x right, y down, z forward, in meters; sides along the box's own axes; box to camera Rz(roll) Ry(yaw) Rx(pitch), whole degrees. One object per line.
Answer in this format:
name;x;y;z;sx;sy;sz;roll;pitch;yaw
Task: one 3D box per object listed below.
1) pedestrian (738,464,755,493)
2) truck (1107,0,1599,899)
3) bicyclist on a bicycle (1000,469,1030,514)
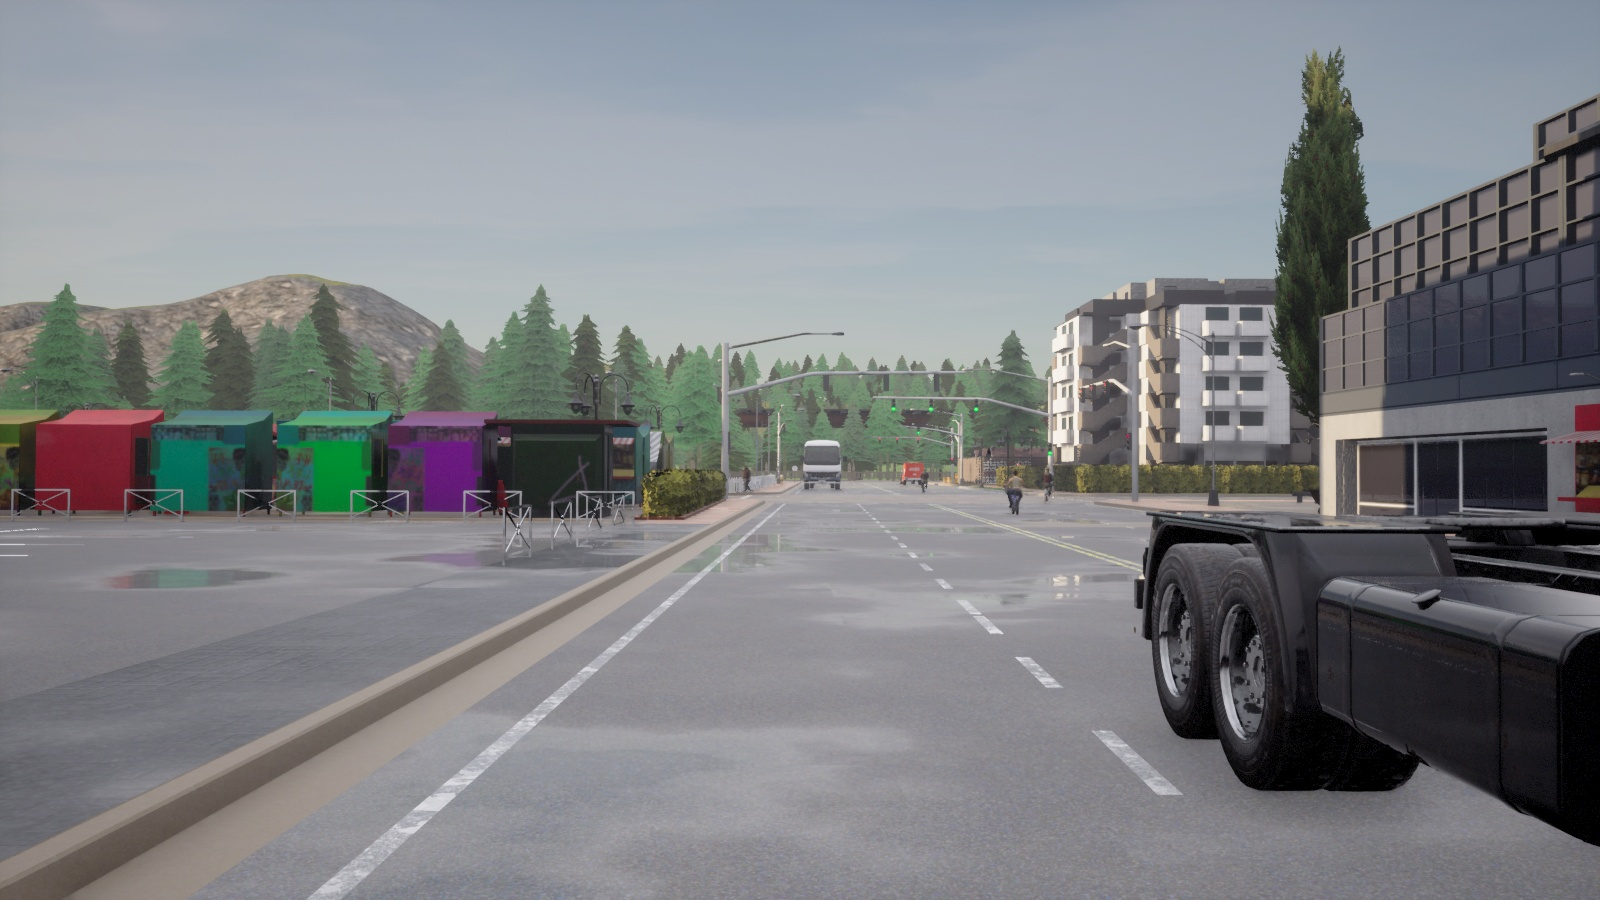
pedestrian;-3.544;1.871;82.588;0.899;1.844;0.634;1;-1;-38
truck;3.537;-0.102;4.747;2.891;3.462;7.936;0;-1;1
bicyclist on a bicycle;7.770;1.481;45.427;0.866;1.612;1.509;0;-1;1
